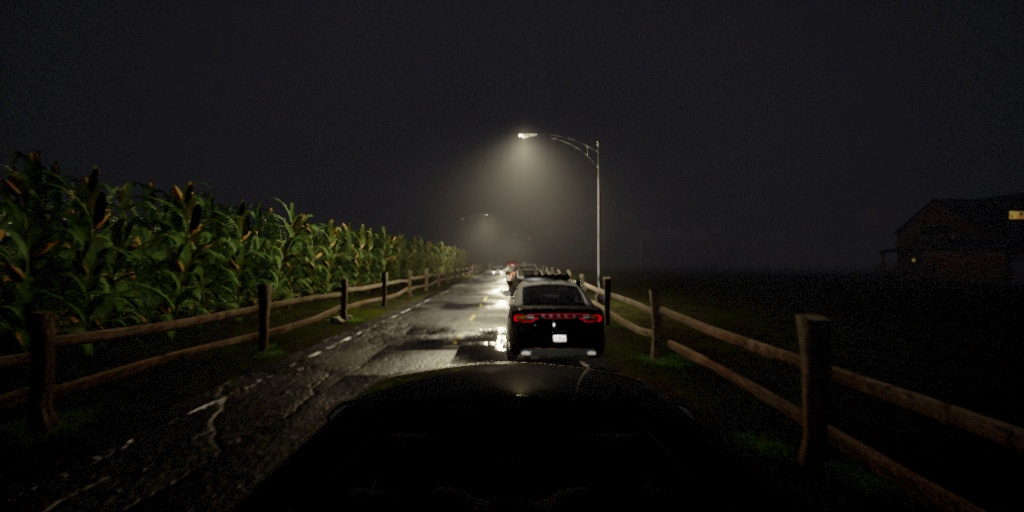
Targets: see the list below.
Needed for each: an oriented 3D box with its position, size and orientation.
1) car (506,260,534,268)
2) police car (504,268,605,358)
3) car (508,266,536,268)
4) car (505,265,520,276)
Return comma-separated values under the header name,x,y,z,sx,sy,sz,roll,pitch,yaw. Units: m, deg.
name,x,y,z,sx,sy,sz,roll,pitch,yaw
car,0.853,1.344,24.676,2.097,1.767,4.553,0,-1,0
police car,0.833,1.250,8.816,1.930,1.638,5.238,0,-1,0
car,0.846,1.435,18.704,1.837,1.490,4.892,0,-1,0
car,0.103,1.853,47.019,1.895,1.301,4.718,0,-1,1
